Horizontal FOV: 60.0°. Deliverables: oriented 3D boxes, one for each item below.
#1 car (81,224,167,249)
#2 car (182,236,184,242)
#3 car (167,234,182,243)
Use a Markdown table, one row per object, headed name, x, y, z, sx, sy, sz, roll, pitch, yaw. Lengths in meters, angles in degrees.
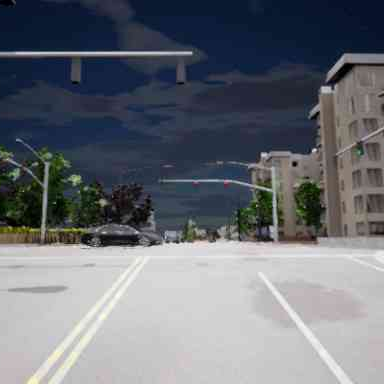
| name | x | y | z | sx | sy | sz | roll | pitch | yaw |
| --- | --- | --- | --- | --- | --- | --- | --- | --- | --- |
| car | -4.204 | 2.721 | 20.196 | 4.892 | 1.490 | 1.837 | 0 | -8 | 0 |
| car | -2.757 | 9.143 | 66.521 | 2.097 | 1.767 | 4.553 | 0 | -8 | 1 |
| car | -2.994 | 7.127 | 51.153 | 1.812 | 1.442 | 4.674 | 0 | -8 | 1 |
